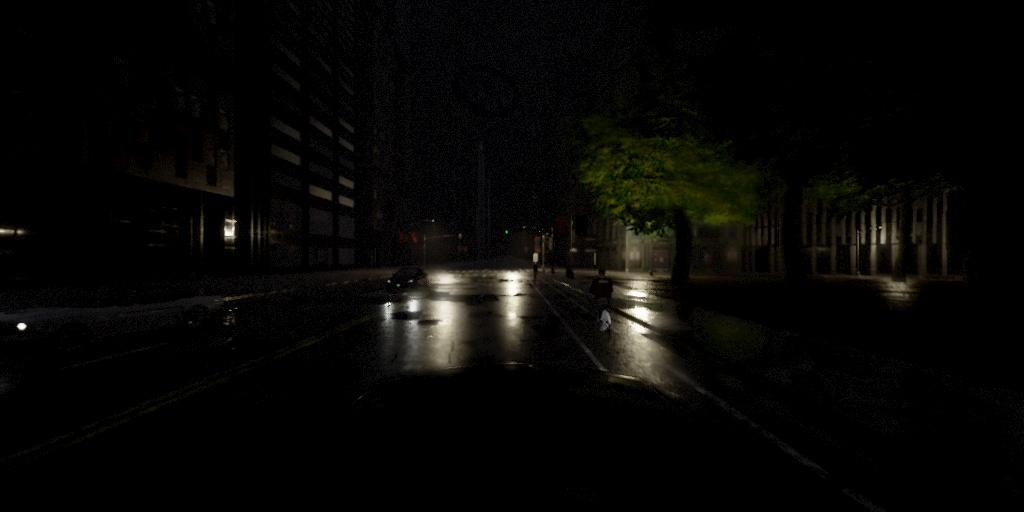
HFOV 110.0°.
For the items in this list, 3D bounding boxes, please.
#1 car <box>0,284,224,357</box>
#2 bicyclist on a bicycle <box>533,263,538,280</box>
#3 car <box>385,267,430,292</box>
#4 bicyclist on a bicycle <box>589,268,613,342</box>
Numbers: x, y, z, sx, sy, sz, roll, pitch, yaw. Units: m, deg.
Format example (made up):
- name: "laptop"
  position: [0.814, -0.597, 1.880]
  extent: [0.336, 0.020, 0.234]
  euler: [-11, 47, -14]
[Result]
- name: "car"
  position: [-9.850, 1.407, 8.816]
  extent: [1.895, 1.301, 4.718]
  euler: [0, 0, 0]
- name: "bicyclist on a bicycle"
  position: [2.253, 1.491, 34.129]
  extent: [0.582, 1.620, 1.656]
  euler: [0, -1, 0]
- name: "car"
  position: [-6.597, 1.457, 23.150]
  extent: [1.812, 1.442, 4.674]
  euler: [0, -1, 0]
- name: "bicyclist on a bicycle"
  position: [2.249, 1.180, 9.180]
  extent: [0.659, 1.776, 1.843]
  euler: [0, 0, 0]
